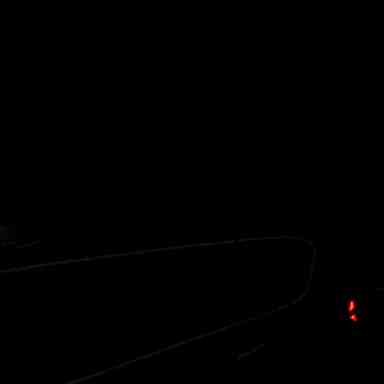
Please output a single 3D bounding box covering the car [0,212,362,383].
[{"bbox_3d":[-1.056,1.224,2.317,5.566,2.045,2.150,0,0,-35],"label":"car"}]
